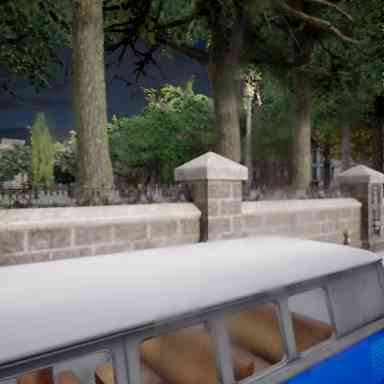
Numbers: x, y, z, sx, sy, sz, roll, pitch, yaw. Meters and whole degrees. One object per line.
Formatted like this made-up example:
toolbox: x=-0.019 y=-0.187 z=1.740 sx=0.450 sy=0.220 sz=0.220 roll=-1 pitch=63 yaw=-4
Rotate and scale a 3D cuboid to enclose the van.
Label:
van: x=-0.118 y=1.332 z=2.378 sx=3.998 sy=1.788 sz=1.690 roll=0 pitch=0 yaw=-36
